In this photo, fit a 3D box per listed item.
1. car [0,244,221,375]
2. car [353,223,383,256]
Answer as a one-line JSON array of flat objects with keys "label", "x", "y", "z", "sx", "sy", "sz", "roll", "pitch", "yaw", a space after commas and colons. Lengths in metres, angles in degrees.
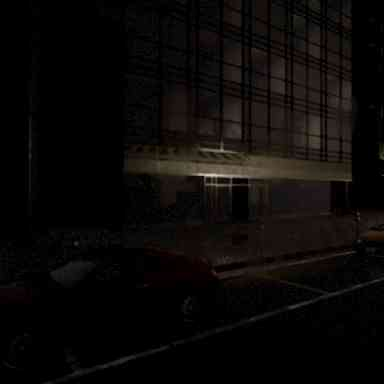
[{"label": "car", "x": -1.397, "y": 1.583, "z": 5.534, "sx": 4.206, "sy": 1.307, "sz": 1.802, "roll": 0, "pitch": 0, "yaw": -35}, {"label": "car", "x": 7.648, "y": 1.533, "z": 11.980, "sx": 4.829, "sy": 1.417, "sz": 1.752, "roll": 0, "pitch": 0, "yaw": -35}]
